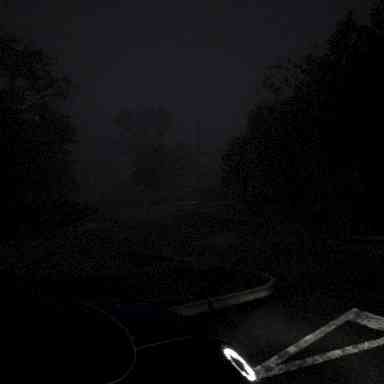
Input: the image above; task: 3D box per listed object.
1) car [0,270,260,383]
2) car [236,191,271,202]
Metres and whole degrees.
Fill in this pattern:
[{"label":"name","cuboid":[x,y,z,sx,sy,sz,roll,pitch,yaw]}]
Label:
[{"label":"car","cuboid":[-1.600,1.345,2.155,4.553,1.767,2.097,0,0,-36]},{"label":"car","cuboid":[8.692,0.617,47.101,5.008,1.535,1.882,-2,1,-20]}]
